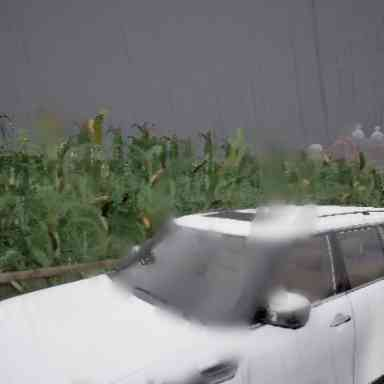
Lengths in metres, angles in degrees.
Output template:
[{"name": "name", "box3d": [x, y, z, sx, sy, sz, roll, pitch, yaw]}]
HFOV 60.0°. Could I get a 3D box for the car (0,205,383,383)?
[{"name": "car", "box3d": [0.656, 1.213, 3.535, 5.566, 2.045, 2.150, 0, 1, -36]}]
